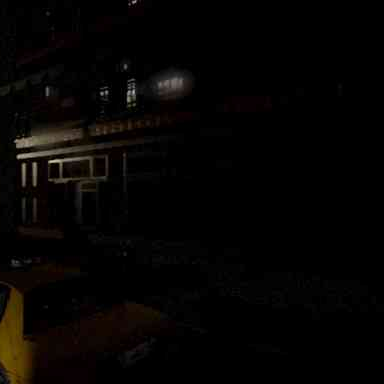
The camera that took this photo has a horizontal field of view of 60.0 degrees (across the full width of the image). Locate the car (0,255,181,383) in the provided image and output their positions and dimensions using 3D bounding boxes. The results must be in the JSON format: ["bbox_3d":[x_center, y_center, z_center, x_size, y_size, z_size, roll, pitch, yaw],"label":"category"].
[{"bbox_3d":[-2.412,1.562,4.593,4.829,1.417,1.752,-1,0,35],"label":"car"}]

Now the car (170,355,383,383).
[{"bbox_3d":[2.223,1.557,1.288,4.313,1.339,1.947,-1,0,35],"label":"car"}]
